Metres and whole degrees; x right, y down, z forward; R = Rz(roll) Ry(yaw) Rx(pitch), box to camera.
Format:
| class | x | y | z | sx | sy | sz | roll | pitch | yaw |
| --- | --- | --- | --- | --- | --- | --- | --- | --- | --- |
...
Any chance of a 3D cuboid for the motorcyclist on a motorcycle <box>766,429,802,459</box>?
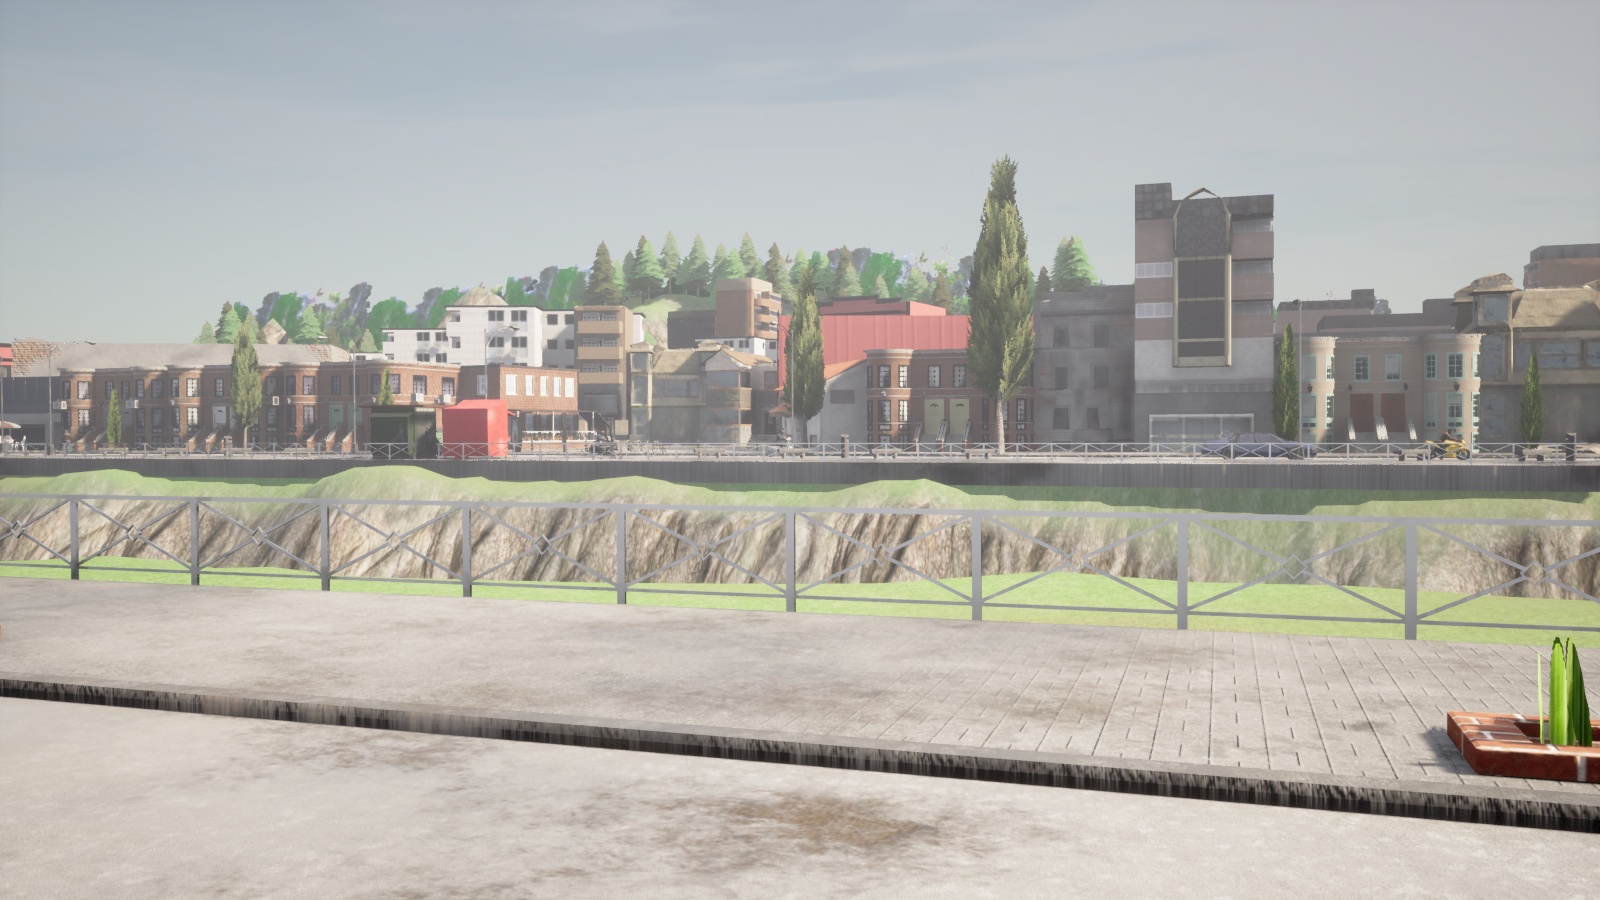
| class | x | y | z | sx | sy | sz | roll | pitch | yaw |
| --- | --- | --- | --- | --- | --- | --- | --- | --- | --- |
| motorcyclist on a motorcycle | -0.888 | -0.330 | 69.120 | 1.817 | 1.590 | 0.866 | 1 | 1 | 19 |

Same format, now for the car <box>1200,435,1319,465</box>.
| class | x | y | z | sx | sy | sz | roll | pitch | yaw |
| --- | --- | --- | --- | --- | --- | --- | --- | --- | --- |
| car | 22.349 | -0.024 | 61.316 | 5.357 | 1.411 | 2.033 | 1 | 1 | 19 |

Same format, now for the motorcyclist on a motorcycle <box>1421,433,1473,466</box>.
| class | x | y | z | sx | sy | sz | roll | pitch | yaw |
| --- | --- | --- | --- | --- | --- | --- | --- | --- | --- |
| motorcyclist on a motorcycle | 30.216 | -0.017 | 58.671 | 2.044 | 1.523 | 0.797 | 1 | 1 | 19 |

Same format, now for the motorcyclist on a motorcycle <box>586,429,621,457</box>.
| class | x | y | z | sx | sy | sz | roll | pitch | yaw |
| --- | --- | --- | --- | --- | --- | --- | --- | --- | --- |
| motorcyclist on a motorcycle | -11.359 | -0.426 | 72.638 | 1.817 | 1.590 | 0.866 | 1 | 1 | 19 |
